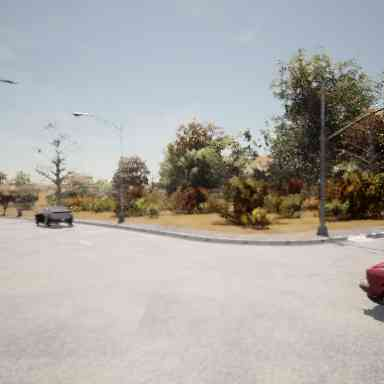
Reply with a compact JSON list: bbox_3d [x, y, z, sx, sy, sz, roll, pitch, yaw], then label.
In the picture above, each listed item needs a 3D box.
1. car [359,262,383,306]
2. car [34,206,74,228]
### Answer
[{"bbox_3d":[5.205,1.614,4.965,1.895,1.301,4.718,0,0,-38],"label":"car"},{"bbox_3d":[-10.518,1.816,25.213,2.128,1.511,4.902,0,-2,-38],"label":"car"}]
